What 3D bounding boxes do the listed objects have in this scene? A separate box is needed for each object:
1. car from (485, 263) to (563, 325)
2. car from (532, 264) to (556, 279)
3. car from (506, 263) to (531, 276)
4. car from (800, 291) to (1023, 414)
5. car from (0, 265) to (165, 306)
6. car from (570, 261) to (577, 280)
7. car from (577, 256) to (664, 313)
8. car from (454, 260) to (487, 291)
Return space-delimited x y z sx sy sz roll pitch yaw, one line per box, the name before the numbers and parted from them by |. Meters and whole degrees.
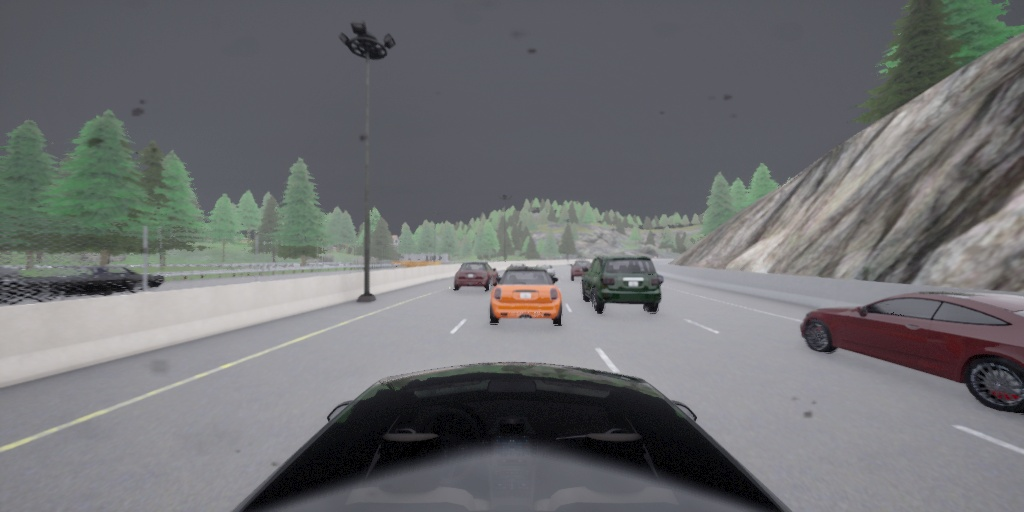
car | 0.503 1.126 12.083 2.097 1.767 4.553 0 0 3
car | 3.160 1.431 34.536 1.895 1.301 4.718 0 0 10
car | 0.813 1.441 40.768 1.895 1.301 4.718 0 0 12
car | 7.217 1.300 5.921 1.812 1.442 4.674 0 0 1
car | -17.077 1.056 14.310 1.895 1.301 4.718 0 0 4
car | 6.357 1.184 32.362 2.097 1.767 4.553 0 0 9
car | 4.130 1.008 14.331 2.150 2.045 5.566 0 0 4
car | -2.112 1.144 22.448 2.097 1.767 4.553 0 0 6
